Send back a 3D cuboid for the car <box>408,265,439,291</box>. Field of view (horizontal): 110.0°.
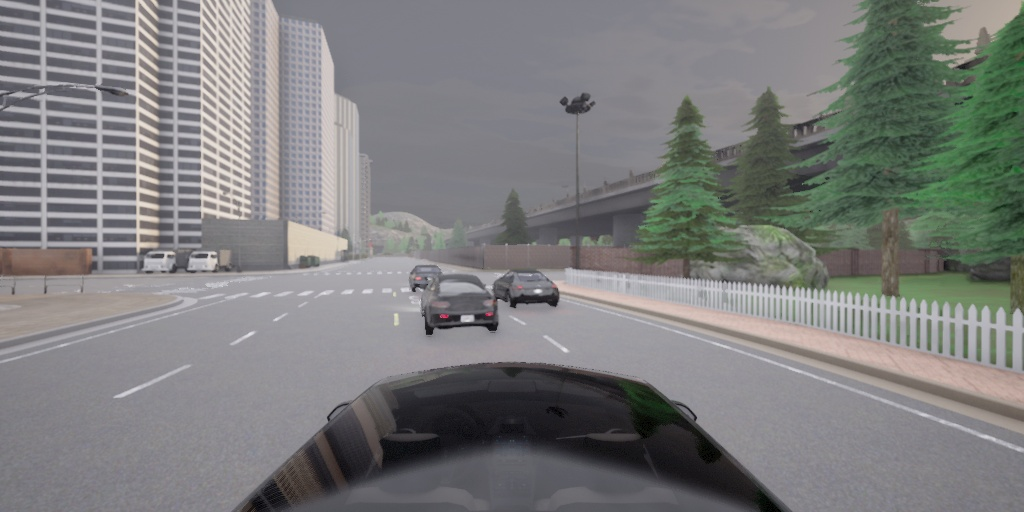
[{"bbox_3d":[-5.030,1.221,21.023,2.033,1.411,5.357,0,0,-18],"label":"car"}]

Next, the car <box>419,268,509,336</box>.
[{"bbox_3d":[-1.625,1.237,10.331,1.812,1.442,4.674,0,0,-16],"label":"car"}]

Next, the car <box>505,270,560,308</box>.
[{"bbox_3d":[0.459,1.254,15.020,1.994,1.385,4.181,0,0,-14],"label":"car"}]
